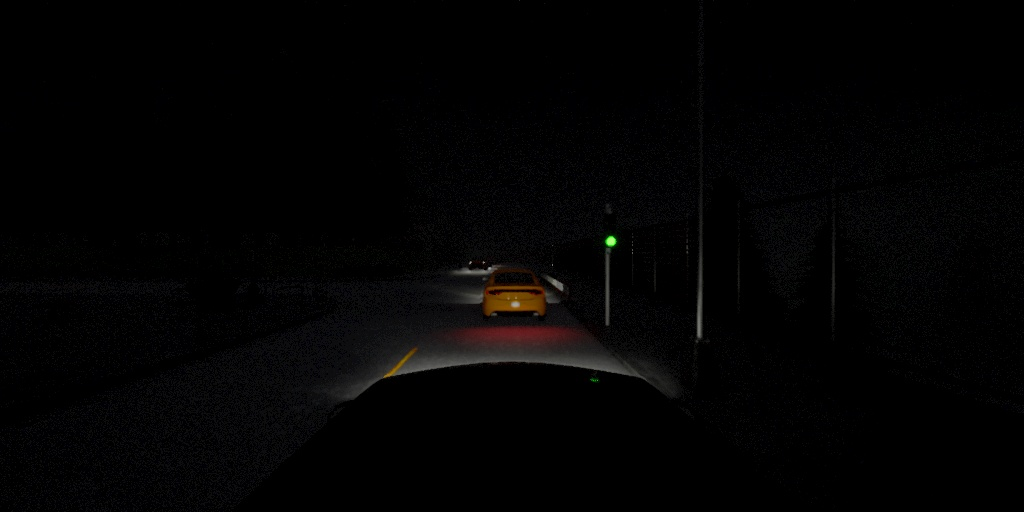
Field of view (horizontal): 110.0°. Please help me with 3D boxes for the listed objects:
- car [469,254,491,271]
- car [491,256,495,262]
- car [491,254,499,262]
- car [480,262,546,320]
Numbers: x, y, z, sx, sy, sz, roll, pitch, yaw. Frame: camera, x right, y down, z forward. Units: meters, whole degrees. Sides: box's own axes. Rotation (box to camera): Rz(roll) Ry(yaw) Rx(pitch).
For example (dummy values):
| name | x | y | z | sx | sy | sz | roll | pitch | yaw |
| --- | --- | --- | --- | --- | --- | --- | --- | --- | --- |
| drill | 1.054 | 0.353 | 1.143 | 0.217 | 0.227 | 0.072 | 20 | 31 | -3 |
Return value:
| name | x | y | z | sx | sy | sz | roll | pitch | yaw |
| --- | --- | --- | --- | --- | --- | --- | --- | --- | --- |
| car | -4.089 | 0.832 | 44.096 | 2.097 | 1.767 | 4.553 | 0 | 0 | 0 |
| car | -4.068 | 1.016 | 54.374 | 1.895 | 1.301 | 4.718 | 0 | 0 | 0 |
| car | -3.996 | 0.570 | 64.923 | 2.150 | 2.045 | 5.566 | 0 | 0 | 0 |
| car | -0.008 | 1.160 | 12.334 | 1.882 | 1.535 | 5.008 | 0 | 1 | -2 |
